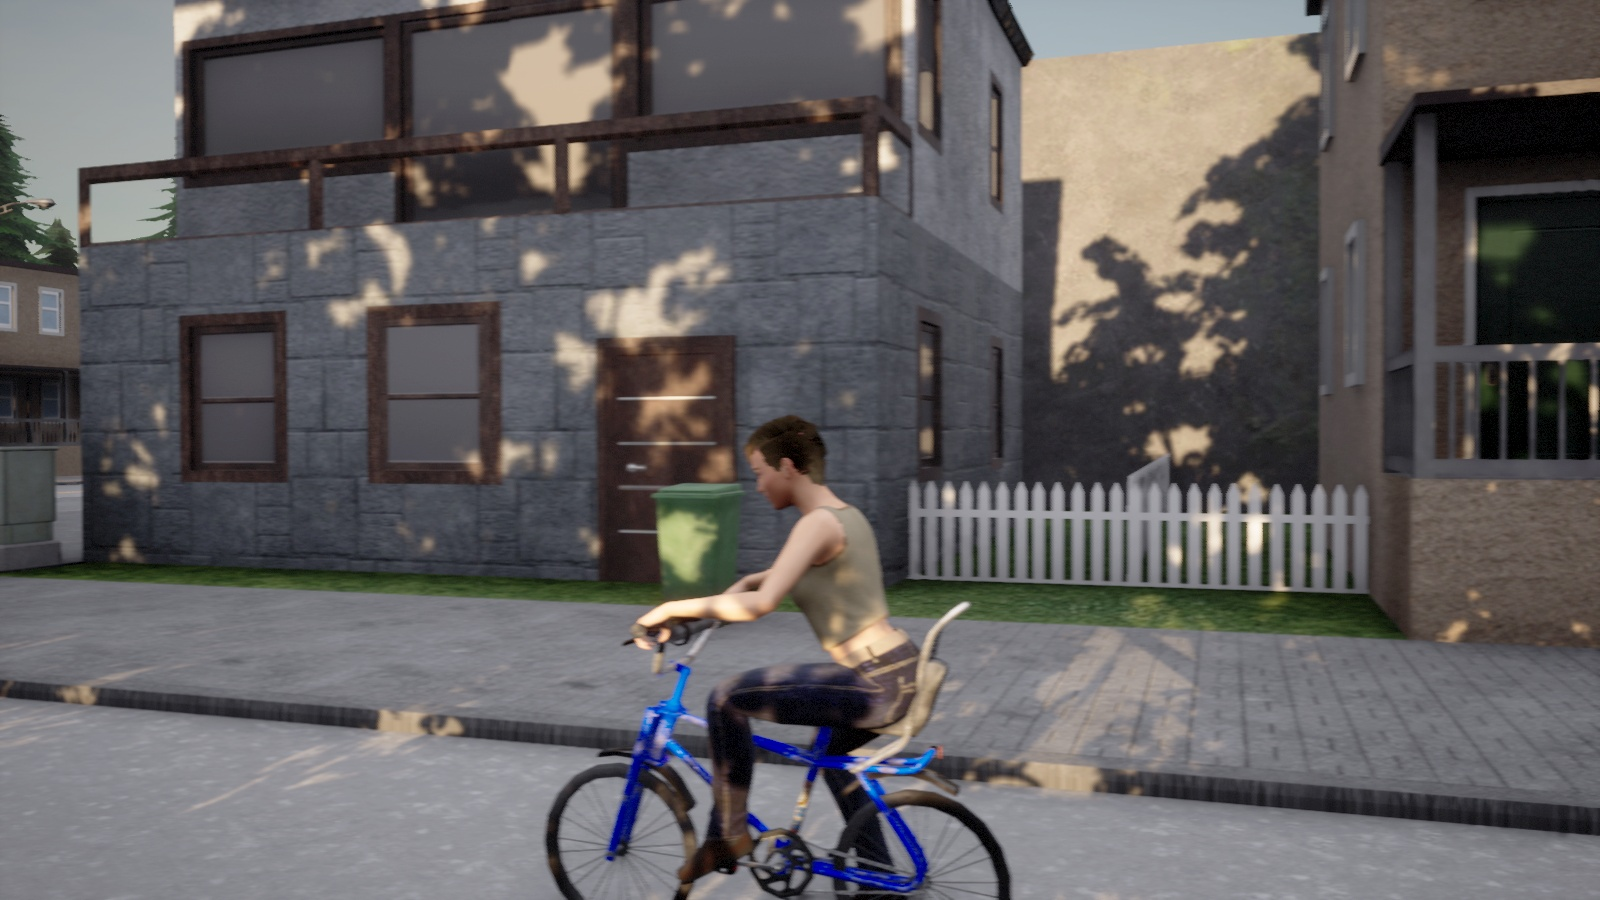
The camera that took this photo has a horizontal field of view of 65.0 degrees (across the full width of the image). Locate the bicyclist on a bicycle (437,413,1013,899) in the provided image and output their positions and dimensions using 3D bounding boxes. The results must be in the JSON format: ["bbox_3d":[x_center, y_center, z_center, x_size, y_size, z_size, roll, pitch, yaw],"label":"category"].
[{"bbox_3d":[-0.189,0.702,3.783,1.509,1.612,0.866,1,1,19],"label":"bicyclist on a bicycle"}]
